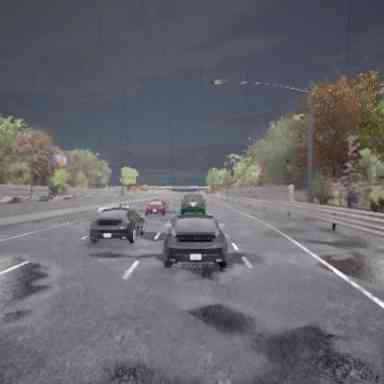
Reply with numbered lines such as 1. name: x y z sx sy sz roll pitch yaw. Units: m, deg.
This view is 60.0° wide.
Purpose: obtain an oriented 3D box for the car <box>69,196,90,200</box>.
1. car: -17.548 1.465 53.373 1.837 1.490 4.892 0 0 1

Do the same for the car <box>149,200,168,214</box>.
1. car: -3.398 1.492 32.506 1.812 1.442 4.674 0 0 0

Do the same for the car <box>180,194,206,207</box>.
1. car: 0.102 1.188 30.595 2.150 2.045 5.566 0 0 0

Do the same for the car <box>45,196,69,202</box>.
1. car: -21.044 1.439 53.220 1.882 1.535 5.008 0 0 0

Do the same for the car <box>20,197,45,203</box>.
1. car: -24.535 1.509 52.783 2.033 1.411 5.357 0 0 1

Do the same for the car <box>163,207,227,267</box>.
1. car: 0.101 1.489 11.318 1.837 1.490 4.892 0 0 0

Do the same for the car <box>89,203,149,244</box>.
1. car: -3.397 1.484 15.772 1.837 1.490 4.892 0 0 0

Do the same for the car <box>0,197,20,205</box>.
1. car: -28.041 1.488 51.295 1.812 1.442 4.674 0 0 1
